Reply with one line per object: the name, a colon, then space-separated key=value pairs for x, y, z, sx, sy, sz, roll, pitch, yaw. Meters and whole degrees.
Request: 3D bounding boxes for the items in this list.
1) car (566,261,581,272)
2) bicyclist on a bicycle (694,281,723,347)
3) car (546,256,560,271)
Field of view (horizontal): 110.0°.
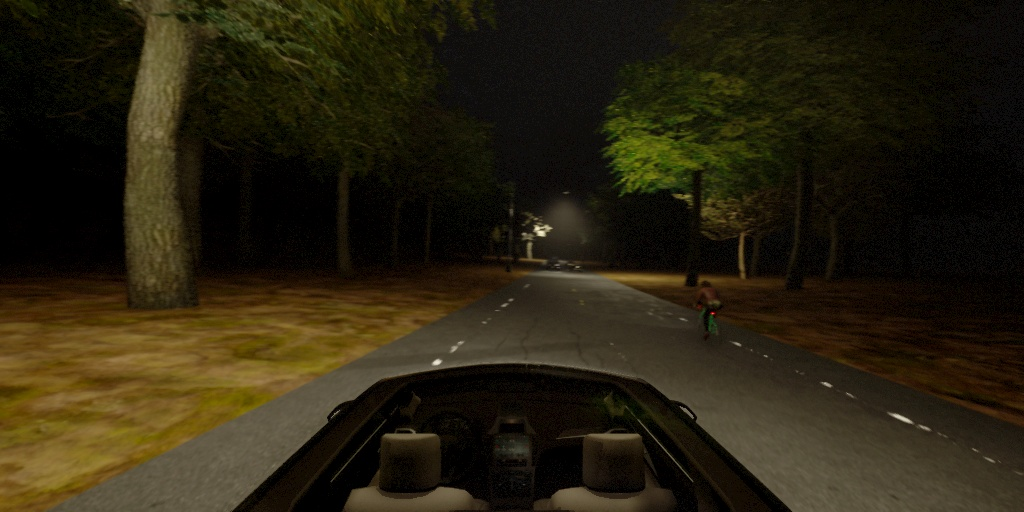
car: x=10.414 y=1.843 z=59.234 sx=2.128 sy=1.511 sz=4.902 roll=2 pitch=1 yaw=7
bicyclist on a bicycle: x=5.223 y=1.510 z=9.545 sx=0.582 sy=1.620 sz=1.656 roll=2 pitch=-1 yaw=7
car: x=6.850 y=1.424 z=59.979 sx=2.150 sy=2.045 sz=5.566 roll=2 pitch=0 yaw=8
